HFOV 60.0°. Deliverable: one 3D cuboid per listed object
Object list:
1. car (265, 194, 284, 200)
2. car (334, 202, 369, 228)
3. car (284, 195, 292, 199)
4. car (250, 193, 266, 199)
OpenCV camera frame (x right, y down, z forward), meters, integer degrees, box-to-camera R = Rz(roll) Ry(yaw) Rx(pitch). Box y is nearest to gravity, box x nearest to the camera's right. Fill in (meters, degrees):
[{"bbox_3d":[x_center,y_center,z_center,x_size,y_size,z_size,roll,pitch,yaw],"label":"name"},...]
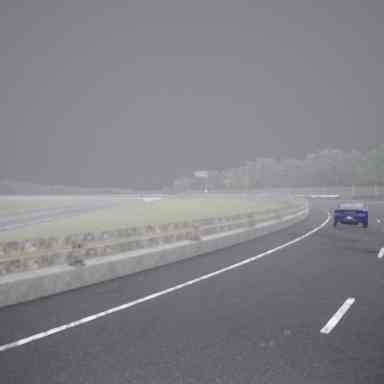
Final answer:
[{"bbox_3d":[20.809,1.418,83.829,1.994,1.385,4.181,0,0,-10],"label":"car"},{"bbox_3d":[10.555,1.410,22.071,1.882,1.535,5.008,0,0,27],"label":"car"},{"bbox_3d":[24.117,1.397,85.348,1.994,1.385,4.181,0,0,-10],"label":"car"},{"bbox_3d":[18.900,1.352,93.545,1.882,1.535,5.008,0,0,-15],"label":"car"}]
